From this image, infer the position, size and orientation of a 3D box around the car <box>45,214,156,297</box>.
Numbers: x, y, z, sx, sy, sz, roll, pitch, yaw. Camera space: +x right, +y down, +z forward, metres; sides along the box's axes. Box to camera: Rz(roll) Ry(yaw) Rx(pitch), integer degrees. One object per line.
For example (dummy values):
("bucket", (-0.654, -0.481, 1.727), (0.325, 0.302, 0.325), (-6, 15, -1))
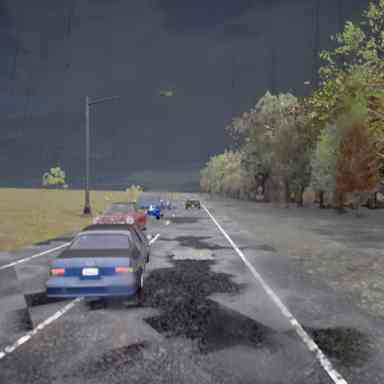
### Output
("car", (-2.121, 1.539, 8.728), (2.033, 1.411, 5.357), (0, 0, -5))

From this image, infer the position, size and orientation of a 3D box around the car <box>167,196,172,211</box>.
("car", (-3.586, 1.304, 40.688), (2.097, 1.767, 4.553), (0, 0, 0))

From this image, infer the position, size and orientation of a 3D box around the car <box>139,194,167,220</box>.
("car", (-3.595, 1.191, 27.974), (2.150, 2.045, 5.566), (0, 0, -1))

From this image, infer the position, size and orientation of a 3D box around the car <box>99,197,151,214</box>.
("car", (-3.667, 1.334, 17.479), (2.097, 1.767, 4.553), (0, 0, 1))

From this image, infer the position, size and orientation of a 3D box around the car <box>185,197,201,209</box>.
("car", (0.116, 1.450, 43.595), (1.837, 1.490, 4.892), (0, 0, 0))
